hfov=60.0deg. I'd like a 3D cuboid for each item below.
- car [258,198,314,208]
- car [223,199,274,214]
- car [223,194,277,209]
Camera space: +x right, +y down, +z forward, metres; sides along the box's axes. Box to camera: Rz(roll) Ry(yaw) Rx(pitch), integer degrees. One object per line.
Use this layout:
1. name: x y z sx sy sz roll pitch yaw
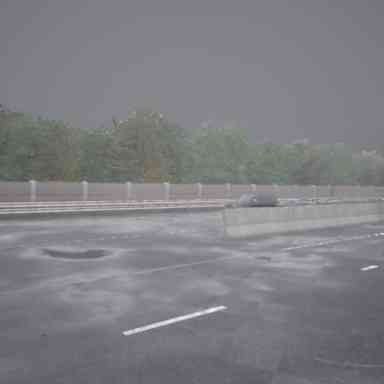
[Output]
1. car: 8.016 1.448 26.950 4.902 1.511 2.128 0 0 -35
2. car: 5.834 1.401 34.014 5.357 1.411 2.033 1 -1 -35
3. car: 5.341 1.179 29.345 5.566 2.045 2.150 0 0 -35
